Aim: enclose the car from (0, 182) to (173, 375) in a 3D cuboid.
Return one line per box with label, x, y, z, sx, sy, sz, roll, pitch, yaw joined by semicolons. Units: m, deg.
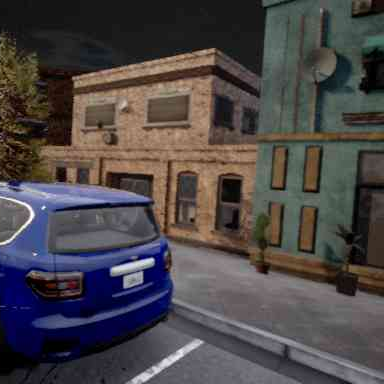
car;-2.836;0.830;5.276;5.566;2.045;2.435;6;4;35
